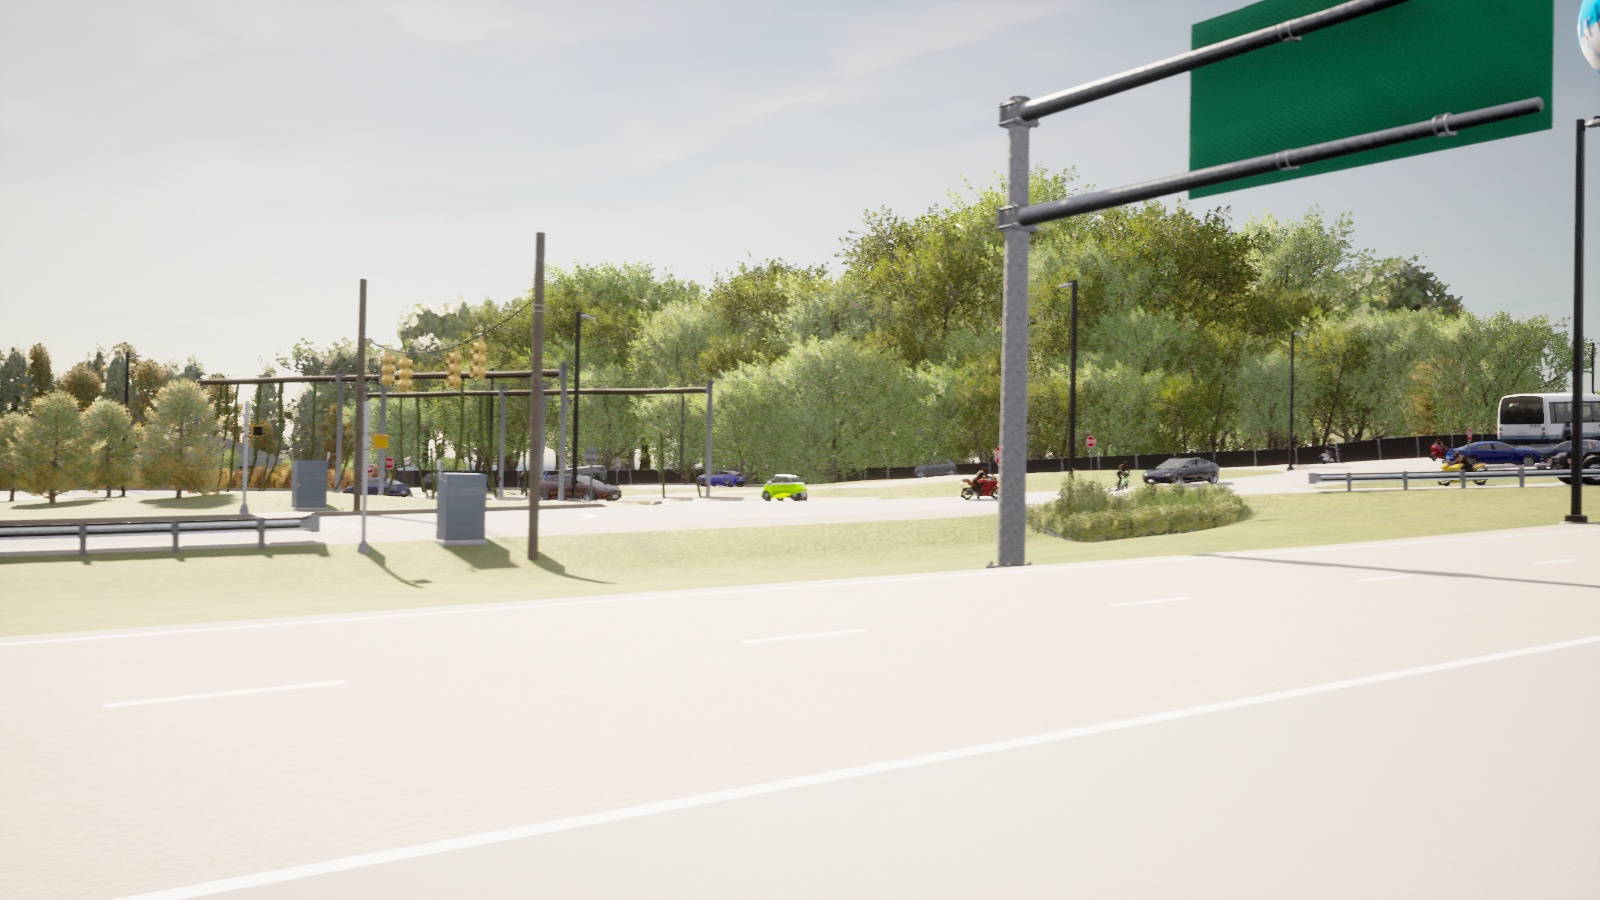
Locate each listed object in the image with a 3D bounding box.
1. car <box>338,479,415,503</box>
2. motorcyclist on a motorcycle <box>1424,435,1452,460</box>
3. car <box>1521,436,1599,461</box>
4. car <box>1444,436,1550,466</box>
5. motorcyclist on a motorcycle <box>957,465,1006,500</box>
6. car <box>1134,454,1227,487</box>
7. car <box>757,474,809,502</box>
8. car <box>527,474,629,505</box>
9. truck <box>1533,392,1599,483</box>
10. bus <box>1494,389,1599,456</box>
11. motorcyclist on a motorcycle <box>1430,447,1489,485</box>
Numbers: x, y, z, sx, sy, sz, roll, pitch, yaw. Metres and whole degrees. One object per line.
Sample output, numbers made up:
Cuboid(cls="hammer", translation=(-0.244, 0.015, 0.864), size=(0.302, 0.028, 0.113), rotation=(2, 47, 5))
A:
Cuboid(cls="car", translation=(-26.185, 2.555, 77.565), size=(4.674, 1.442, 1.812), rotation=(-1, -2, 29))
Cuboid(cls="motorcyclist on a motorcycle", translation=(41.831, -0.184, 82.303), size=(2.044, 1.523, 0.797), rotation=(-3, 2, -38))
Cuboid(cls="car", translation=(45.801, -0.092, 73.978), size=(2.033, 1.411, 5.357), rotation=(-3, 2, -34))
Cuboid(cls="car", translation=(40.671, 0.057, 73.391), size=(5.008, 1.535, 1.882), rotation=(-2, 1, 14))
Cuboid(cls="motorcyclist on a motorcycle", translation=(8.174, 1.468, 56.564), size=(2.044, 1.523, 0.797), rotation=(-1, 0, -9))
Cuboid(cls="car", translation=(20.280, 1.076, 66.921), size=(4.792, 1.488, 2.163), rotation=(-3, 1, -34))
Cuboid(cls="car", translation=(-0.859, 1.909, 63.381), size=(2.207, 1.376, 1.481), rotation=(-2, -2, 31))
Cuboid(cls="car", translation=(-11.249, 1.991, 63.495), size=(4.792, 1.488, 2.163), rotation=(-2, -2, 30))
Cuboid(cls="truck", translation=(33.668, -0.566, 49.199), size=(7.936, 3.462, 2.891), rotation=(-2, -1, 11))
Cuboid(cls="bus", translation=(51.608, -1.902, 84.933), size=(10.273, 4.253, 3.944), rotation=(-2, 1, -34))
Cuboid(cls="motorcyclist on a motorcycle", translation=(28.319, 0.689, 53.944), size=(2.044, 1.523, 0.797), rotation=(-2, -2, 14))
